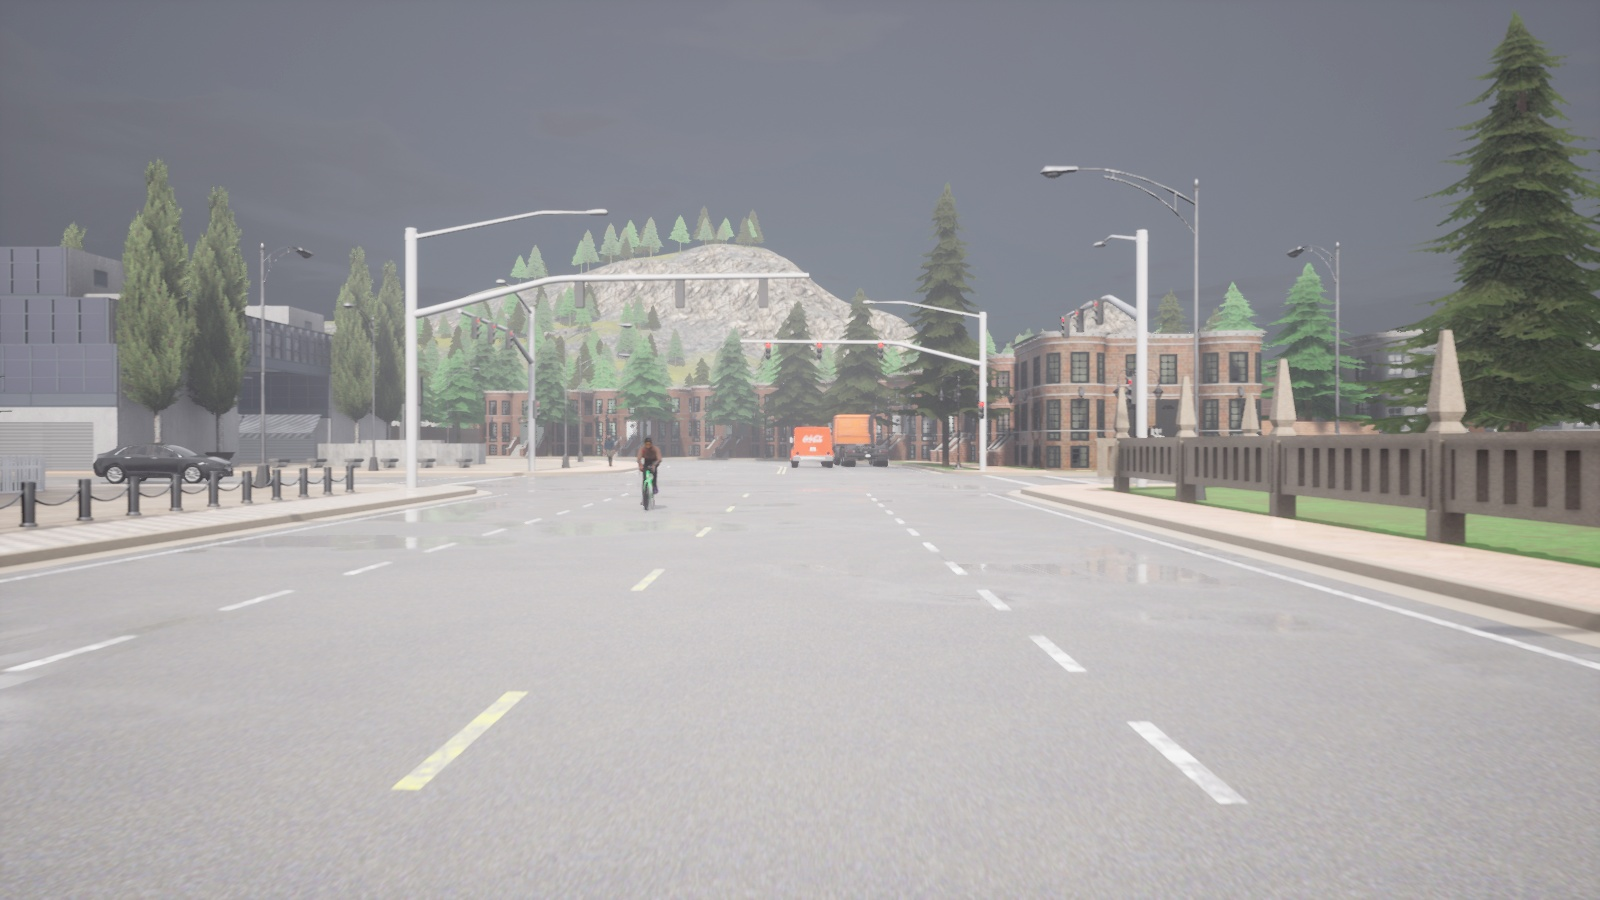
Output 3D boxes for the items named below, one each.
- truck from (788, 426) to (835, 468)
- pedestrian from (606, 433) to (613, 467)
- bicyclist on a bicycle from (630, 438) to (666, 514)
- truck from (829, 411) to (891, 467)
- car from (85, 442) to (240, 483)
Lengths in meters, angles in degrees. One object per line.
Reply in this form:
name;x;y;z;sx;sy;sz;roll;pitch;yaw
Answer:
truck;0.654;-0.174;77.008;2.627;2.467;5.204;0;0;-2
pedestrian;-10.670;0.000;70.339;0.402;1.842;0.726;0;0;-6
bicyclist on a bicycle;-3.327;0.541;27.564;0.582;1.620;1.656;0;1;0
truck;3.803;-0.690;81.124;2.891;3.462;7.936;0;0;-5
car;-23.821;0.467;47.021;4.892;1.490;1.837;0;0;0
